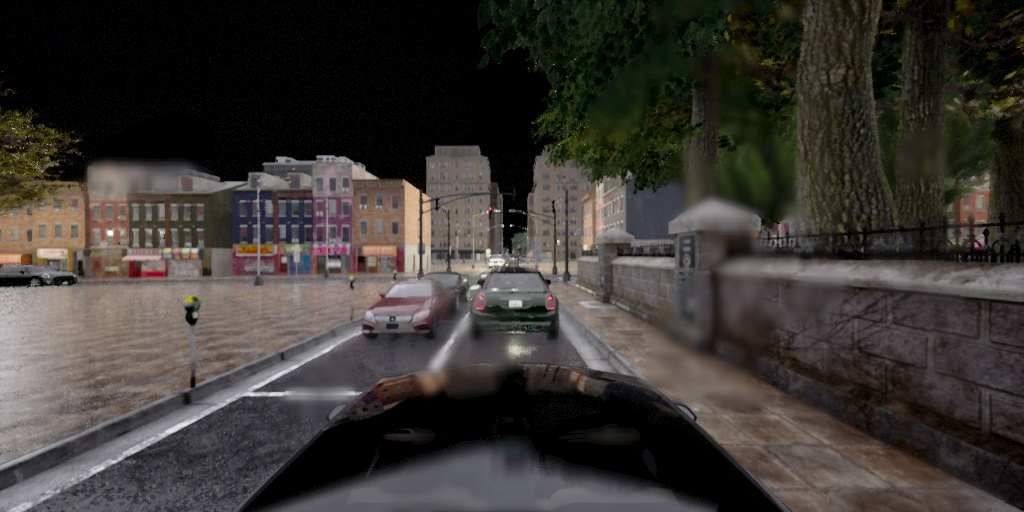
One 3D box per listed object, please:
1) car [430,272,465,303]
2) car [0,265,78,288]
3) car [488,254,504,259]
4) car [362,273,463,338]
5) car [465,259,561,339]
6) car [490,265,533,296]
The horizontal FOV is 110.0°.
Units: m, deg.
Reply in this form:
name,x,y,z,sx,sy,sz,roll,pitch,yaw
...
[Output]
name,x,y,z,sx,sy,sz,roll,pitch,yaw
car,-2.644,1.277,13.652,1.948,1.339,4.313,0,0,0
car,-35.248,1.463,26.475,4.553,1.767,2.097,-1,0,0
car,-2.312,0.794,53.106,2.150,2.045,5.566,0,0,0
car,-2.642,1.305,9.990,1.802,1.307,4.207,0,0,0
car,0.070,1.075,10.103,2.097,1.767,4.553,0,0,0
car,-0.152,1.256,19.548,1.994,1.385,4.181,0,0,-5
